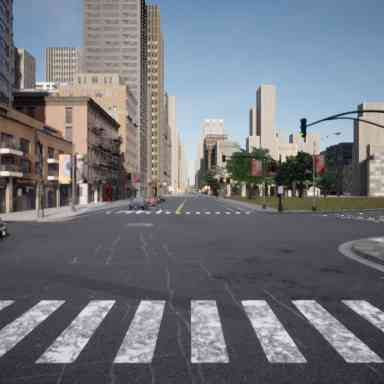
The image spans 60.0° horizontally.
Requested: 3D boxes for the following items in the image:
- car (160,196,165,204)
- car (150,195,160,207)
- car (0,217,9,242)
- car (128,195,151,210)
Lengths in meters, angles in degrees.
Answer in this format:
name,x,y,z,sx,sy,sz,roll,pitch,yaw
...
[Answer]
name,x,y,z,sx,sy,sz,roll,pitch,yaw
car,-6.594,1.490,60.114,1.994,1.385,4.181,0,0,1
car,-6.616,1.294,50.596,2.097,1.767,4.553,0,0,0
car,-9.884,1.241,12.087,5.566,2.045,2.150,0,0,-16
car,-6.637,1.483,41.544,1.812,1.442,4.674,0,0,0
